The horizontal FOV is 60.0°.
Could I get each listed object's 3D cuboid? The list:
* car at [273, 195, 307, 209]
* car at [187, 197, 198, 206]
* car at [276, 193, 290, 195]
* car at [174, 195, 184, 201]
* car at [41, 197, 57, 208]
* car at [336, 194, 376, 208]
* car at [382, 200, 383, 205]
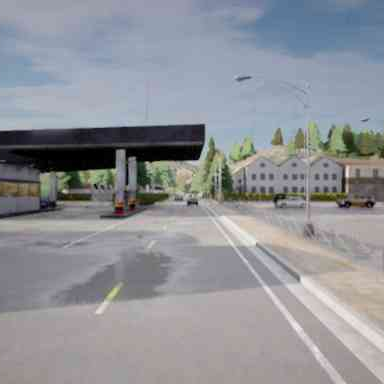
[{"bbox_3d":[12.686,1.420,42.923,3.806,1.475,1.970,0,0,-1],"label":"car"},{"bbox_3d":[0.177,1.556,58.225,2.128,1.511,4.902,0,1,2],"label":"car"},{"bbox_3d":[13.278,1.141,46.252,3.866,1.878,1.905,0,0,-1],"label":"car"},{"bbox_3d":[-3.496,1.477,86.655,2.097,1.767,4.553,0,0,0],"label":"car"},{"bbox_3d":[-20.725,1.547,46.597,2.242,1.667,4.611,0,0,-1],"label":"car"},{"bbox_3d":[21.165,1.156,43.011,4.605,1.855,1.932,0,0,-1],"label":"car"},{"bbox_3d":[31.135,1.366,50.011,4.514,1.523,2.007,0,0,-1],"label":"car"}]
